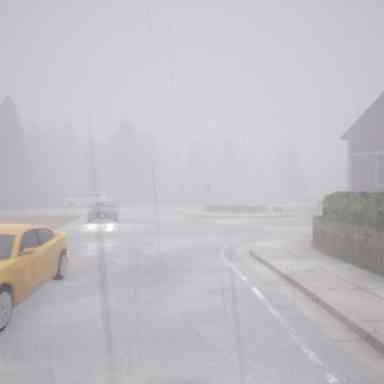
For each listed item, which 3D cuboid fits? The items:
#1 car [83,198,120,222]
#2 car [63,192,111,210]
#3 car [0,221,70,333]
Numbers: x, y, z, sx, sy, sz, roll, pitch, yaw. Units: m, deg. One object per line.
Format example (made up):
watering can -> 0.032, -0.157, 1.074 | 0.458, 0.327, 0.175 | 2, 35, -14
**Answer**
car -> -6.283, 1.376, 24.000 | 1.994, 1.385, 4.181 | 0, 0, -9
car -> -12.555, 1.043, 40.227 | 5.566, 2.045, 2.150 | 0, -2, -1
car -> -4.015, 1.430, 6.797 | 1.882, 1.535, 5.008 | 0, 0, -4
